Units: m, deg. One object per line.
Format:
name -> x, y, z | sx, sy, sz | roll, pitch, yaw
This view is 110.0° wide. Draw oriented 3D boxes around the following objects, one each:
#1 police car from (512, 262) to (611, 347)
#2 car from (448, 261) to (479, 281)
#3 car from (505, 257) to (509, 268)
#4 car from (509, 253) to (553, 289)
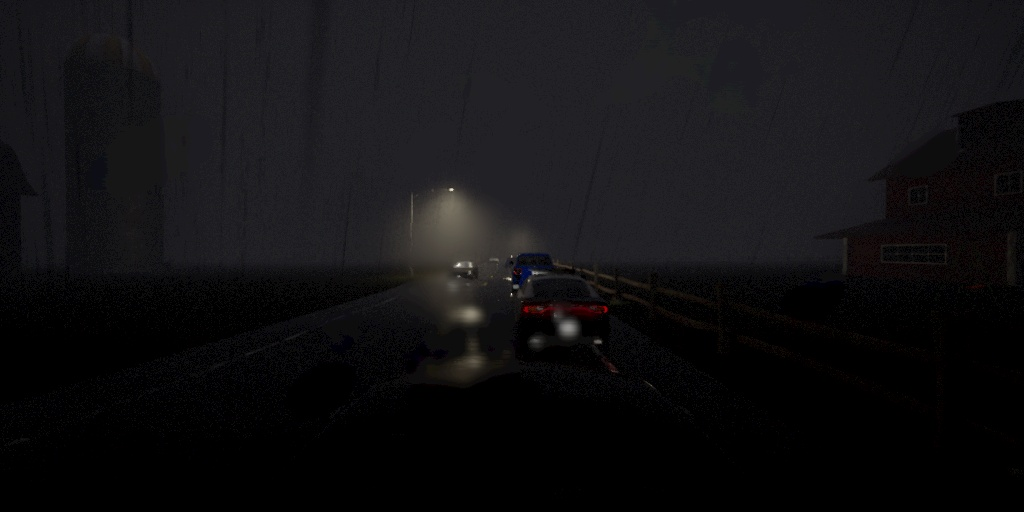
police car -> 1.050, 1.116, 9.255 | 1.930, 1.638, 5.238 | 0, 0, 0
car -> -3.599, 1.104, 27.666 | 2.033, 1.411, 5.357 | 0, 0, 0
car -> 0.046, 0.889, 50.066 | 1.882, 1.535, 5.008 | 0, 0, 0
car -> 1.051, 0.840, 19.175 | 2.150, 2.045, 5.566 | 0, 0, 0
